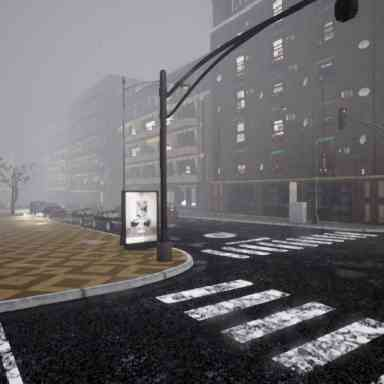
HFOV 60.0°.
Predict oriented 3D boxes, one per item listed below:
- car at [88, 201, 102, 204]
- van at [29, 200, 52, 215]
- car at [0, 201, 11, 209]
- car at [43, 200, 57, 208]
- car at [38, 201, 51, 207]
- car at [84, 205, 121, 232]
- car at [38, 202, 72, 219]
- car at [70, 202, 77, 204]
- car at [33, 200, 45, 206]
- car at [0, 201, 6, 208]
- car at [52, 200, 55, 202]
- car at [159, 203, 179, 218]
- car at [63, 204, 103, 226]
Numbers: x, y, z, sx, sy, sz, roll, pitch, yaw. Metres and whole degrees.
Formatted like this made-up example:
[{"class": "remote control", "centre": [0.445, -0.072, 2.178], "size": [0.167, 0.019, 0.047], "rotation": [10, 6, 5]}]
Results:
[{"class": "car", "centre": [-15.001, 2.118, 50.657], "size": [1.967, 1.590, 4.097], "rotation": [-2, 0, -36]}, {"class": "van", "centre": [-19.834, 2.034, 42.982], "size": [1.690, 1.788, 3.998], "rotation": [-2, 0, -36]}, {"class": "car", "centre": [-38.113, 2.702, 68.305], "size": [2.008, 1.369, 4.403], "rotation": [-2, 0, -36]}, {"class": "car", "centre": [-31.326, 2.526, 73.216], "size": [1.967, 1.590, 4.097], "rotation": [-2, 0, -36]}, {"class": "car", "centre": [-34.586, 2.734, 77.728], "size": [1.947, 1.339, 4.313], "rotation": [-2, 0, -36]}, {"class": "car", "centre": [-5.576, 1.887, 23.105], "size": [2.008, 1.369, 4.403], "rotation": [-2, 0, -36]}, {"class": "car", "centre": [-14.916, 2.114, 36.094], "size": [1.887, 1.381, 4.507], "rotation": [-2, 0, -36]}, {"class": "car", "centre": [-21.530, 2.423, 59.679], "size": [1.802, 1.307, 4.206], "rotation": [-2, 0, -36]}, {"class": "car", "centre": [-37.851, 2.796, 82.241], "size": [1.887, 1.381, 4.507], "rotation": [-2, 0, -36]}, {"class": "car", "centre": [-44.641, 2.861, 77.329], "size": [1.887, 1.381, 4.507], "rotation": [-2, 0, -36]}, {"class": "car", "centre": [-25.375, 2.469, 60.589], "size": [1.994, 1.385, 4.181], "rotation": [-1, -1, -36]}, {"class": "car", "centre": [-3.154, 1.823, 34.492], "size": [1.967, 1.590, 4.097], "rotation": [-2, 0, -36]}, {"class": "car", "centre": [-8.840, 1.968, 27.617], "size": [2.008, 1.369, 4.403], "rotation": [-2, 0, -36]}]
